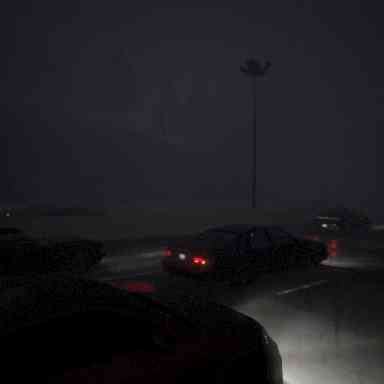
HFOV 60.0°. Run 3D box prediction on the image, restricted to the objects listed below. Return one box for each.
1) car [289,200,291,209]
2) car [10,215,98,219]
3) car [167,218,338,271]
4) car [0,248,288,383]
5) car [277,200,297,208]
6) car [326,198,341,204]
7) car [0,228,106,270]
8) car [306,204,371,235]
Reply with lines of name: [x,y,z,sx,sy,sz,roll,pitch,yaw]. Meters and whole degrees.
car: [17.764,2.081,55.154,1.812,1.442,4.674,0,0,39]
car: [-8.181,1.650,19.873,4.181,1.385,1.994,1,-1,-38]
car: [1.740,1.633,9.552,5.357,1.411,2.033,1,-1,-38]
car: [-1.074,1.579,3.118,4.181,1.385,1.994,1,-1,-36]
car: [17.211,2.115,60.160,1.812,1.442,4.674,0,-1,38]
car: [21.179,2.021,48.282,2.128,1.511,4.902,0,0,39]
car: [-4.842,1.630,8.986,4.718,1.301,1.895,1,-1,-36]
car: [9.338,1.719,20.492,4.902,1.511,2.128,1,-1,-42]
